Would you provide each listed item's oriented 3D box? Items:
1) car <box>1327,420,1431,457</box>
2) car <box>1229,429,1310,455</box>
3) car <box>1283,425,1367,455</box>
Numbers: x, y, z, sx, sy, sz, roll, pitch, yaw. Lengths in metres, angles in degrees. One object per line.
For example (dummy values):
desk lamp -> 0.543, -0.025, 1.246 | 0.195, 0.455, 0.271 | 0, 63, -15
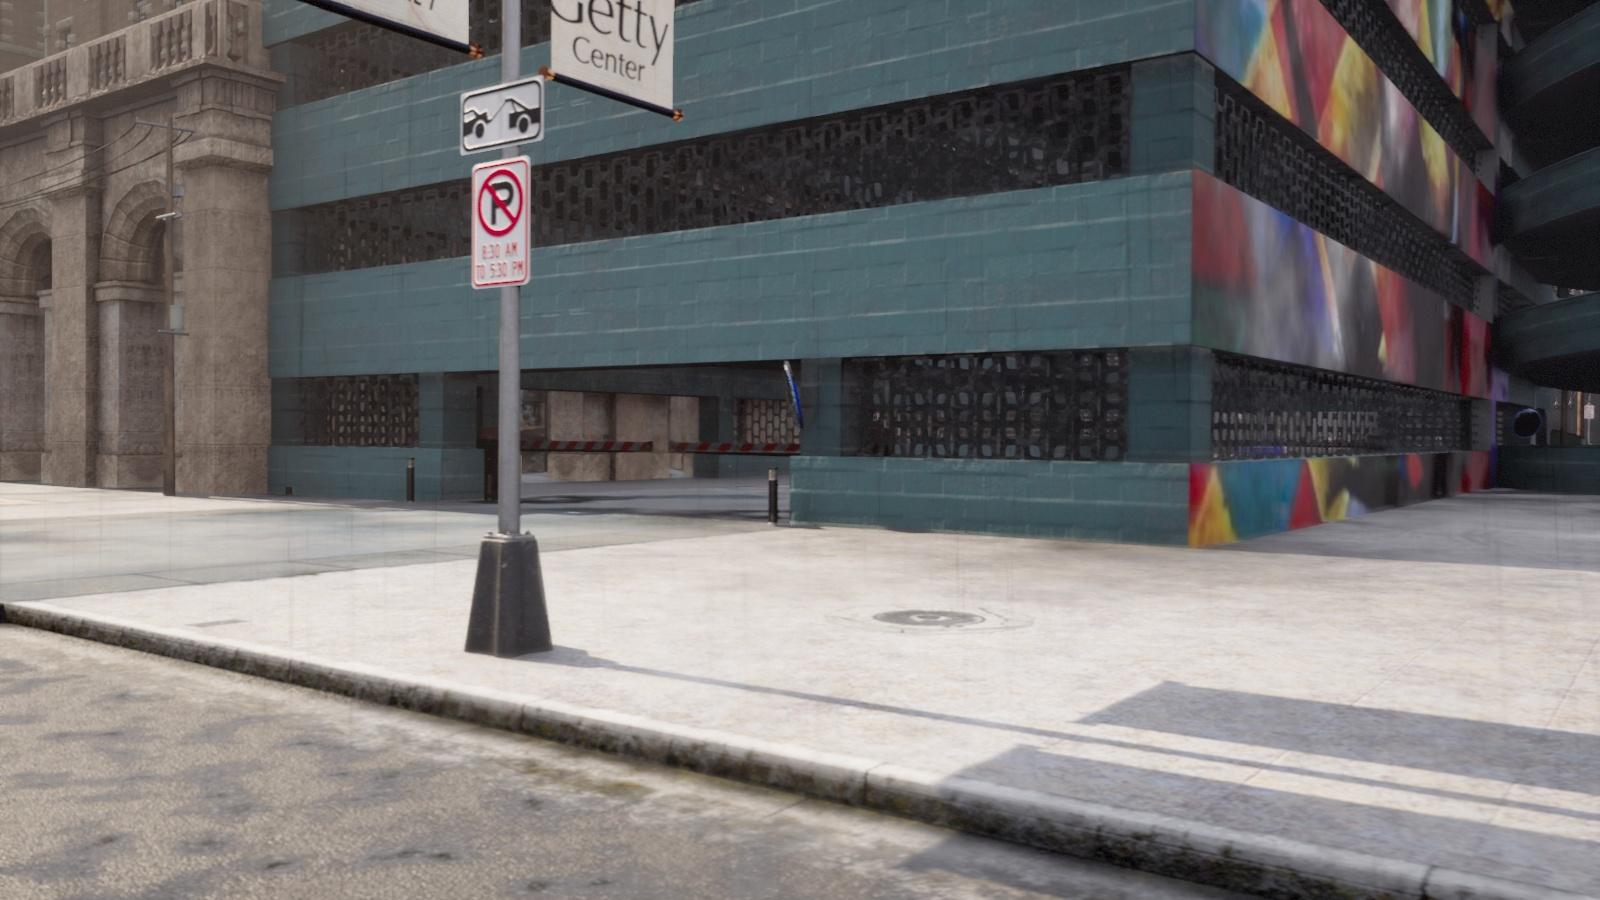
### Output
car -> 29.941, -0.580, 65.037 | 4.605, 1.855, 1.932 | 0, 1, 35
car -> 28.042, -0.486, 75.088 | 4.193, 1.474, 1.816 | 0, 1, 36
car -> 29.229, -0.550, 69.887 | 3.988, 1.617, 1.851 | 0, 1, 35
